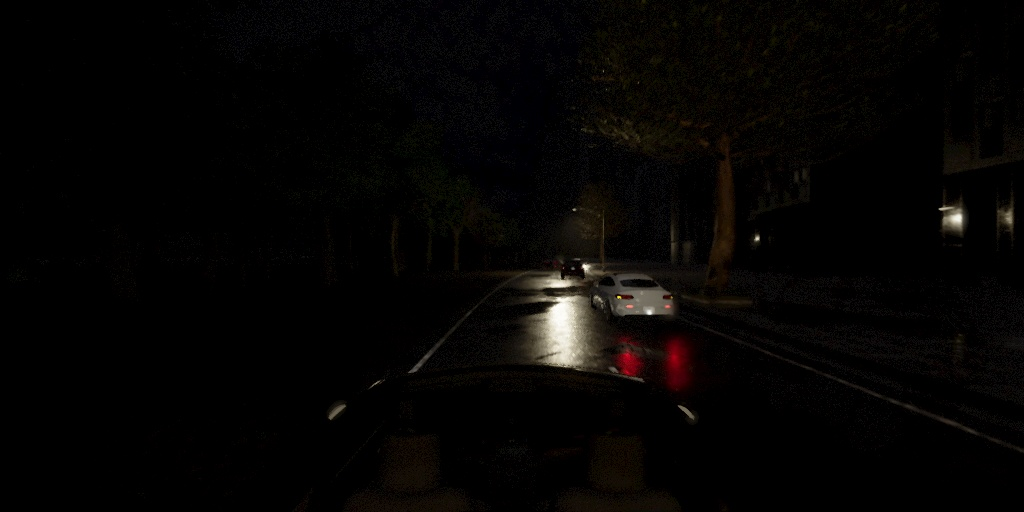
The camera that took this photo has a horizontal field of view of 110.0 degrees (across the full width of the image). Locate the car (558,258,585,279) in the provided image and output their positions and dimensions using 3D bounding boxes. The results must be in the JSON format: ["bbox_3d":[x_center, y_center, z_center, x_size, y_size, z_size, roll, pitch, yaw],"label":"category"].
[{"bbox_3d":[5.697,1.162,34.117,2.097,1.767,4.553,0,0,7],"label":"car"}]

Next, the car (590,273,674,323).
[{"bbox_3d":[3.854,1.295,12.110,1.812,1.442,4.674,0,0,2],"label":"car"}]

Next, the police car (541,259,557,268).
[{"bbox_3d":[6.353,1.293,64.016,1.930,1.638,5.238,0,0,13],"label":"police car"}]
